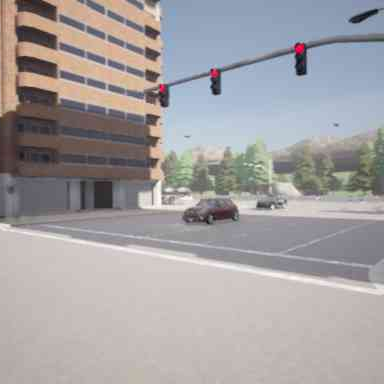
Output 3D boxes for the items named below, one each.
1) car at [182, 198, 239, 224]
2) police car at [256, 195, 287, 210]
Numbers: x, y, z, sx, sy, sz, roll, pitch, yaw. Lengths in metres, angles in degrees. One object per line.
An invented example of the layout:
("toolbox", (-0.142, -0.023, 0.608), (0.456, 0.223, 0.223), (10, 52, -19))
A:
("car", (1.353, 1.221, 23.383), (2.097, 1.767, 4.553), (0, 0, 40))
("police car", (9.007, 1.146, 37.785), (1.930, 1.638, 5.238), (0, 0, 40))
